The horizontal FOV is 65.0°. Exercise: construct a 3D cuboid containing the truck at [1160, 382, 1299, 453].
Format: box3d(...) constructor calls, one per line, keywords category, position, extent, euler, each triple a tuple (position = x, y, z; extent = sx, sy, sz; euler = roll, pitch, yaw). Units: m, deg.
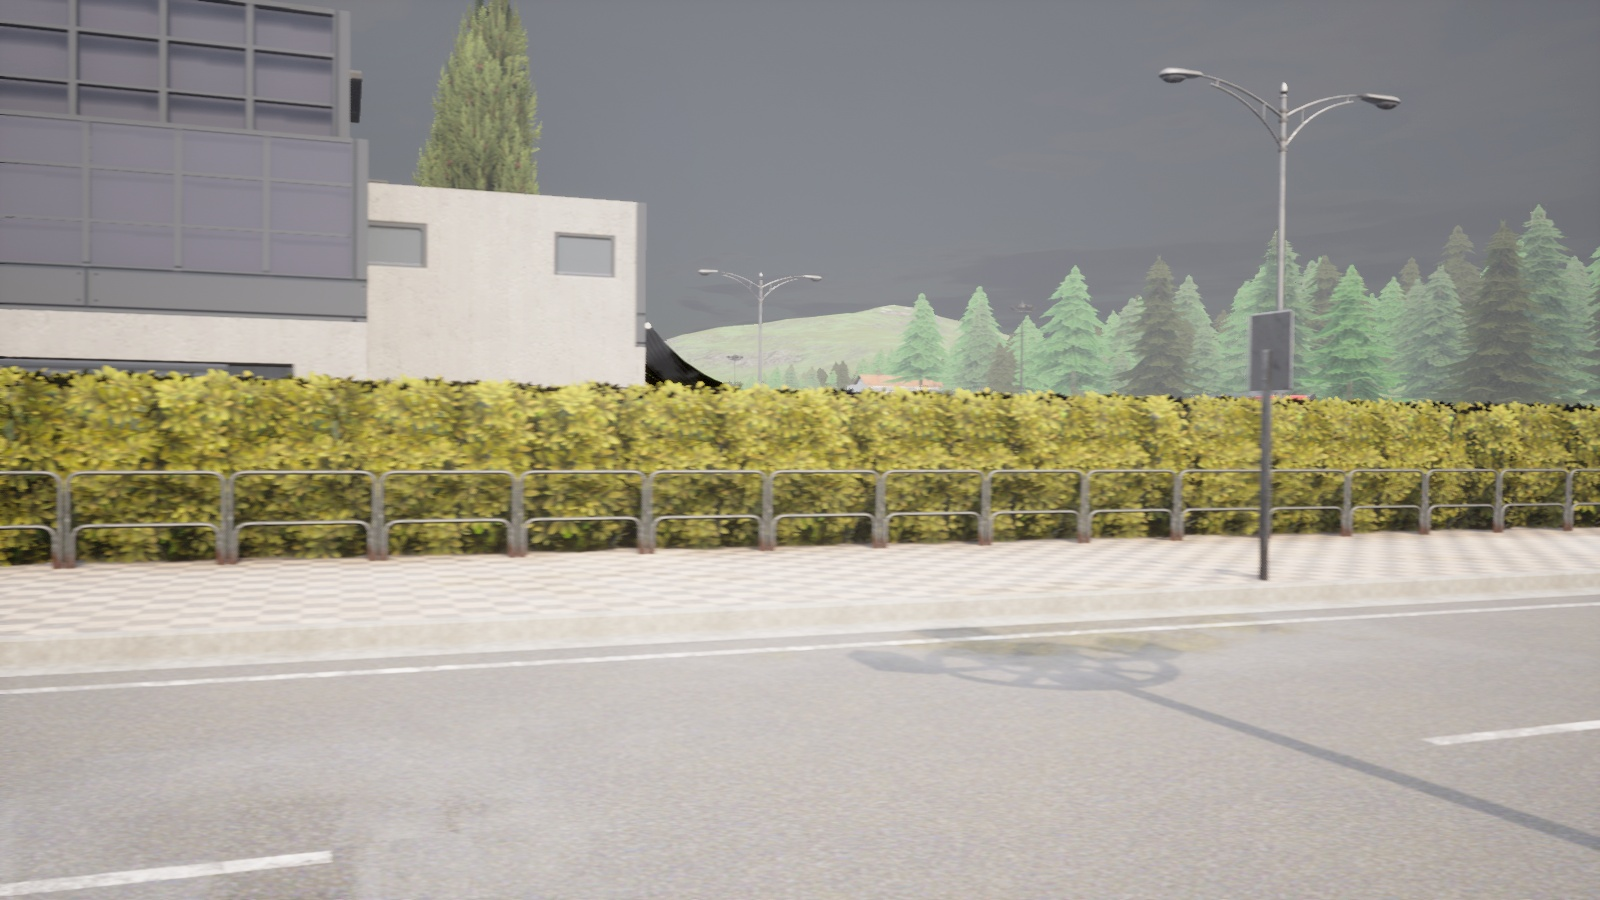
box3d(category="truck", position=(24.552, -1.806, 72.322), extent=(2.891, 3.827, 8.468), euler=(-1, 1, -20))
